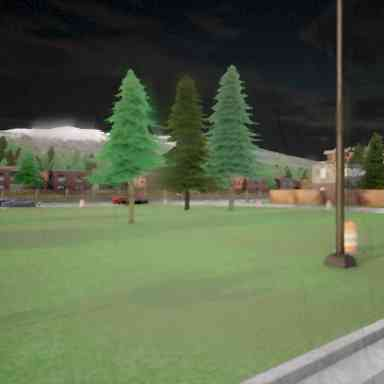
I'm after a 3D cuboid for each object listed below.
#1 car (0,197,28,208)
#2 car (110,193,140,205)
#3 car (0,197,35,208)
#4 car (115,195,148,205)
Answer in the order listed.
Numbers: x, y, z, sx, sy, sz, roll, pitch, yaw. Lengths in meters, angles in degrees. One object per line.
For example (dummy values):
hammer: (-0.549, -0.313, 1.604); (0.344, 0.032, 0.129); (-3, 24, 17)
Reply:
car: (-26.438, 1.477, 47.789); (5.008, 1.535, 1.882); (0, 0, -36)
car: (-11.546, 1.223, 58.535); (5.566, 2.045, 2.150); (0, -1, -31)
car: (-23.725, 1.563, 45.429); (4.181, 1.385, 1.994); (0, 0, -36)
car: (-9.817, 1.600, 55.361); (4.718, 1.301, 1.895); (0, 0, -31)
